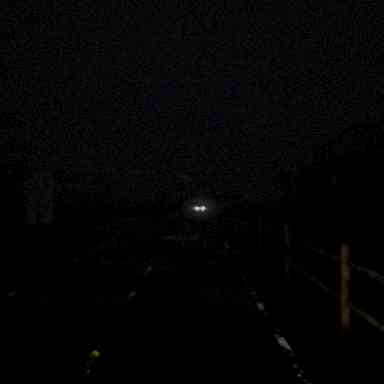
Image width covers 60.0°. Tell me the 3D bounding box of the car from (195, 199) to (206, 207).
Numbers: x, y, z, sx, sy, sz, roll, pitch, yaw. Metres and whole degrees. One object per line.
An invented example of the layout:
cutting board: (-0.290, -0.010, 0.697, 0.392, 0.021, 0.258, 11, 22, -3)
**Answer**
car: (1.711, 2.161, 65.068, 2.128, 1.511, 4.902, 0, 0, 8)
